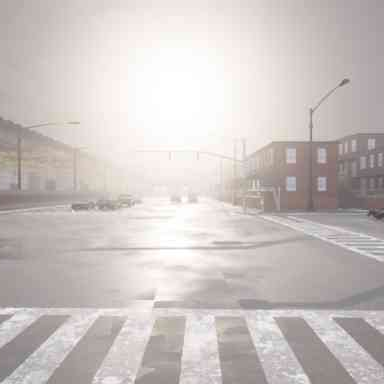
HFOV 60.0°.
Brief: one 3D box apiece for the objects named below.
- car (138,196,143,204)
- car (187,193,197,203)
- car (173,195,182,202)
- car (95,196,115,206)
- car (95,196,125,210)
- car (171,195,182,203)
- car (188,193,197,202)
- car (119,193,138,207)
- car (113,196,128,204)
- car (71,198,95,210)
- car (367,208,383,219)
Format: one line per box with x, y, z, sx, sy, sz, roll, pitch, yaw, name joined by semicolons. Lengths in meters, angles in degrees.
-10.492;1.526;63.129;1.812;1.442;4.674;0;0;1;car
0.167;1.547;69.632;2.033;1.411;5.357;0;0;0;car
-3.422;1.478;80.488;1.882;1.535;5.008;0;0;0;car
-14.037;1.478;54.015;1.882;1.535;5.008;0;0;0;car
-10.569;1.601;43.200;1.895;1.301;4.718;0;0;3;car
-3.364;1.353;70.202;2.097;1.767;4.553;0;0;0;car
0.078;1.225;80.265;2.150;2.045;5.566;0;0;0;car
-10.541;1.221;52.825;2.150;2.045;5.566;0;0;0;car
-13.966;1.478;65.147;1.882;1.535;5.008;0;0;1;car
-14.057;1.547;43.617;2.033;1.411;5.357;0;0;0;car
17.061;1.547;26.642;5.357;1.411;2.033;0;0;0;car
